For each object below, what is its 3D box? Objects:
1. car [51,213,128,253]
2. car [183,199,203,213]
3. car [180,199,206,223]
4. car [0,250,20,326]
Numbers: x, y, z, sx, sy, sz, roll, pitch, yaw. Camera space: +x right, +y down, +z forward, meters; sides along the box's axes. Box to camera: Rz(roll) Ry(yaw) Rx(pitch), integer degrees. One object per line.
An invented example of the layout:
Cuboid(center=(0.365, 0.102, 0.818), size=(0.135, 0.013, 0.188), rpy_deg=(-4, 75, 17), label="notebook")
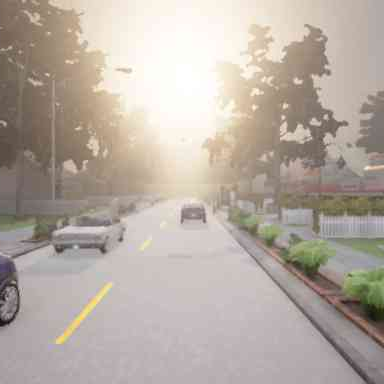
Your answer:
Cuboid(center=(-4.001, 1.587, 13.688), size=(1.895, 1.301, 4.718), rpy_deg=(0, 0, 0), label="car")
Cuboid(center=(0.096, 1.512, 37.804), size=(2.033, 1.411, 5.357), rpy_deg=(0, 0, 0), label="car")
Cuboid(center=(0.095, 1.453, 25.647), size=(1.882, 1.535, 5.008), rpy_deg=(0, 0, 0), label="car")
Cuboid(center=(-4.096, 1.347, 3.979), size=(2.097, 1.767, 4.553), rpy_deg=(0, 0, 0), label="car")
